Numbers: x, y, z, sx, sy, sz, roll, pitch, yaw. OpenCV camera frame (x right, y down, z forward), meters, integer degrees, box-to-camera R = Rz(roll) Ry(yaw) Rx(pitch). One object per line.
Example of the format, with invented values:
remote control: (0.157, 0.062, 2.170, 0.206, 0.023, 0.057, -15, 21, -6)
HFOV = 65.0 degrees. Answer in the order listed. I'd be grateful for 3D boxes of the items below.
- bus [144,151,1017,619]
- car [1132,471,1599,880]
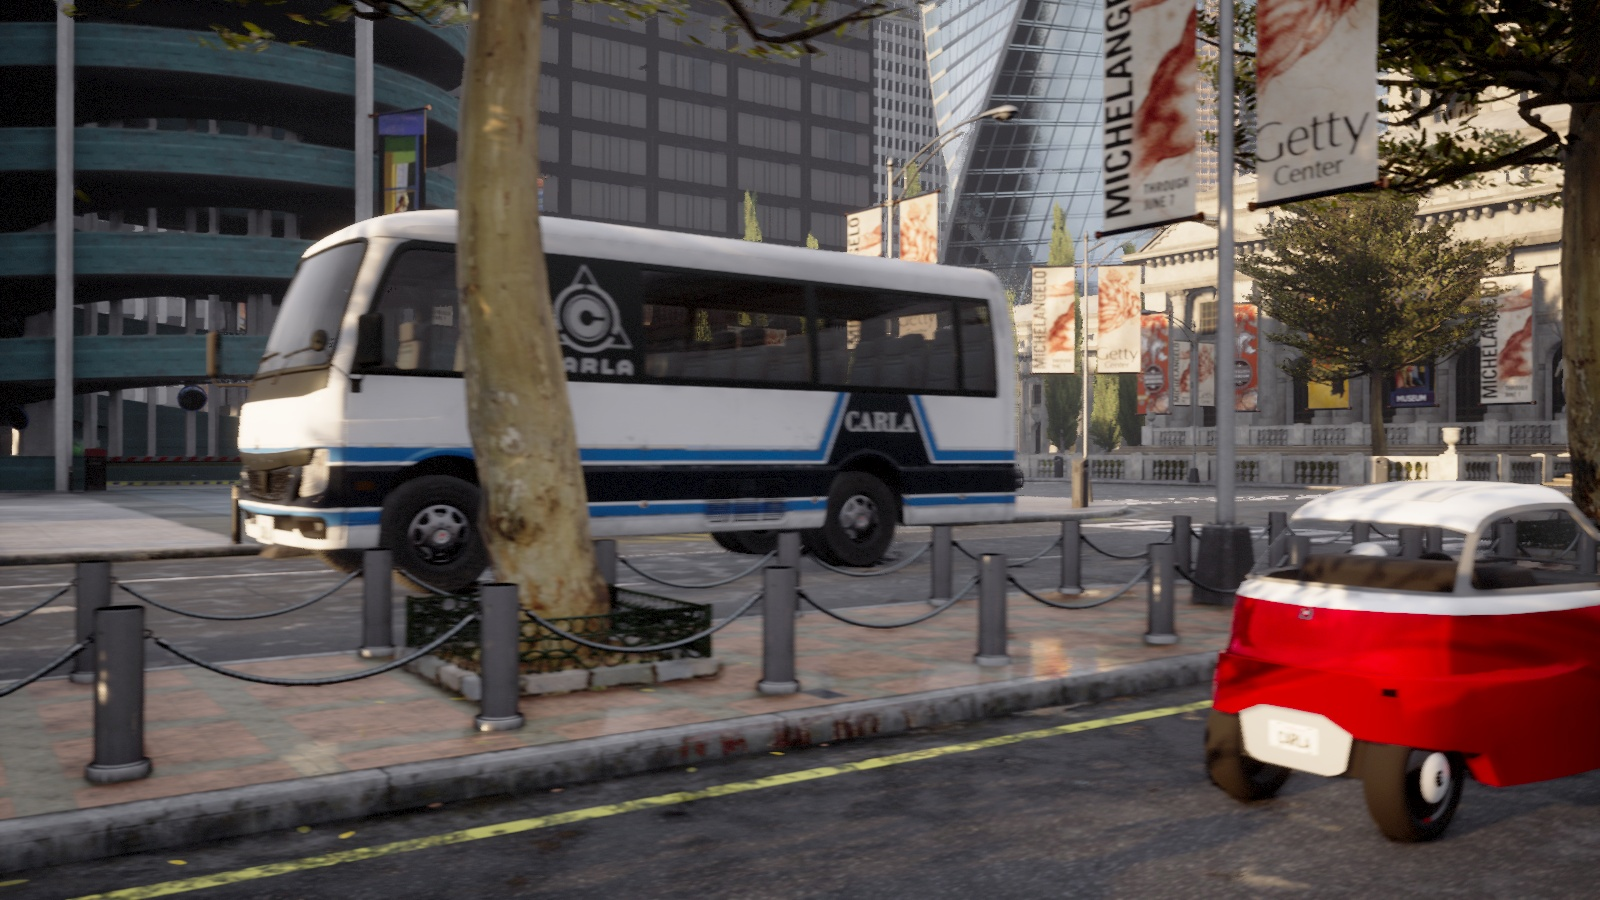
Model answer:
bus: (-2.305, -0.587, 16.001, 10.273, 4.253, 3.944, 0, 0, -36)
car: (2.810, 0.807, 5.615, 2.207, 1.376, 1.481, 0, 0, -35)
